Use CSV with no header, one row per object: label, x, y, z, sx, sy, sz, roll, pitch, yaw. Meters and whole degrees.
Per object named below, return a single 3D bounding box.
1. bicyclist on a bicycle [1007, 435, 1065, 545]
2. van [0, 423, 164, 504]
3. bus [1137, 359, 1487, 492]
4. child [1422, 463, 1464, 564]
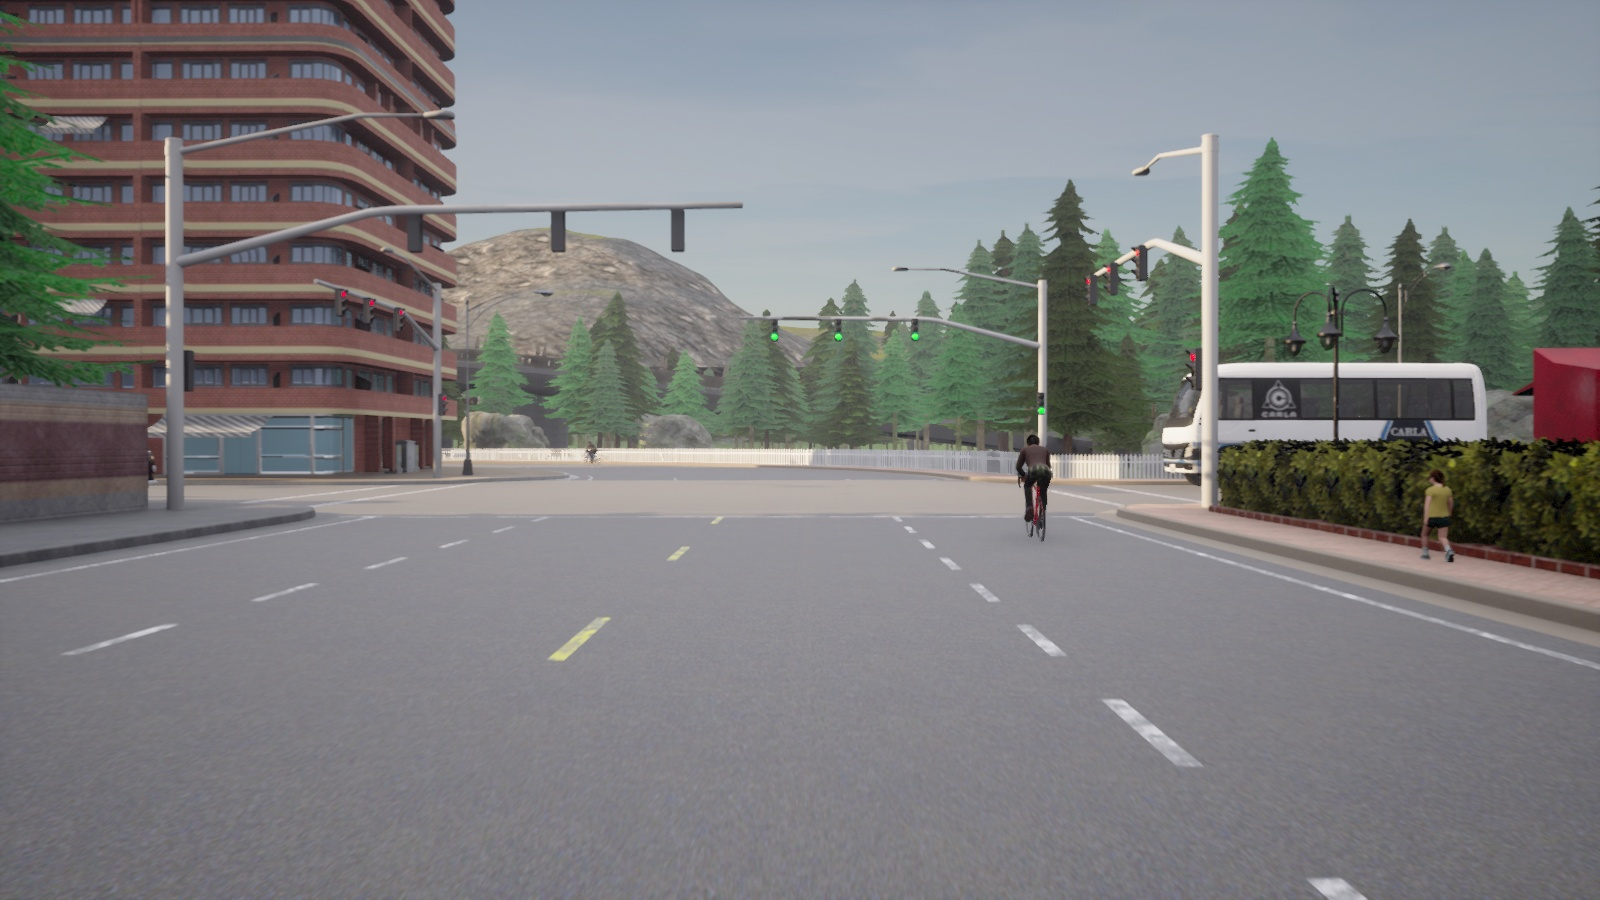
bicyclist on a bicycle,3.625,0.593,19.381,0.582,1.620,1.656,0,0,0
van,-19.293,0.326,32.650,4.480,2.038,2.069,0,0,1
bus,17.115,-0.801,42.669,10.273,4.253,3.944,0,0,1
child,7.220,0.707,14.109,0.255,1.110,0.394,0,0,-1
